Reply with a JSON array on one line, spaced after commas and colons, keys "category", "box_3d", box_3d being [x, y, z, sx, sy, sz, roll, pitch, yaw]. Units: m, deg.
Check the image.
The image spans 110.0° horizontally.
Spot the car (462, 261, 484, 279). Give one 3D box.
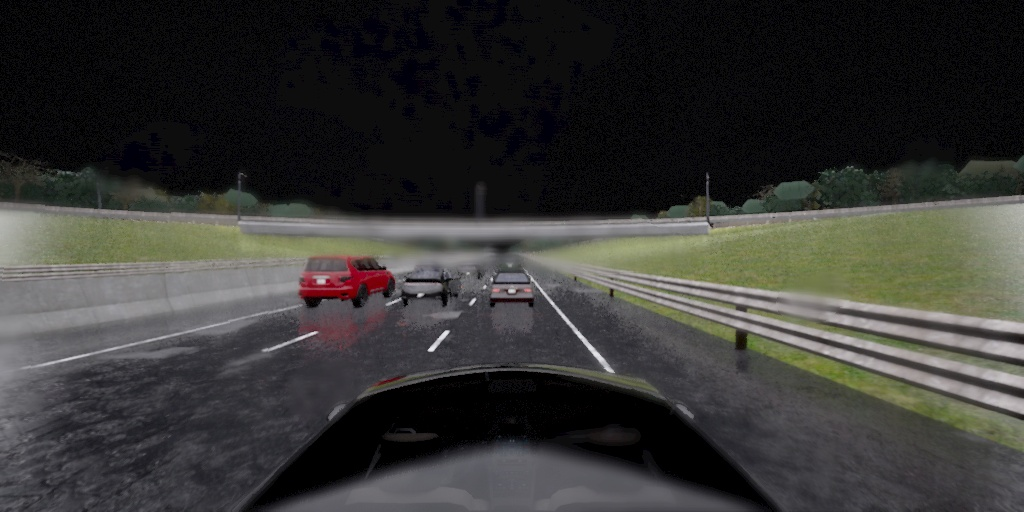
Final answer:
[{"category": "car", "box_3d": [-3.512, 1.171, 31.138, 2.128, 1.511, 4.902, 0, 1, 0]}]

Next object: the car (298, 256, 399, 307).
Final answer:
[{"category": "car", "box_3d": [-7.006, 1.015, 15.848, 2.150, 2.045, 5.566, 0, 0, 0]}]

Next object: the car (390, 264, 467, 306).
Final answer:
[{"category": "car", "box_3d": [-3.504, 1.290, 16.134, 2.128, 1.511, 4.902, 0, 0, 0]}]

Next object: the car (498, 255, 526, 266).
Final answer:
[{"category": "car", "box_3d": [-0.014, 0.898, 30.845, 2.150, 2.045, 5.566, 0, 1, 0]}]

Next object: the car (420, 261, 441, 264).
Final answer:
[{"category": "car", "box_3d": [-7.011, 1.171, 31.127, 2.128, 1.511, 4.902, 0, 1, 0]}]

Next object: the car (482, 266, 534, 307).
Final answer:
[{"category": "car", "box_3d": [-0.006, 1.346, 15.839, 2.033, 1.411, 5.357, 0, 0, 0]}]
